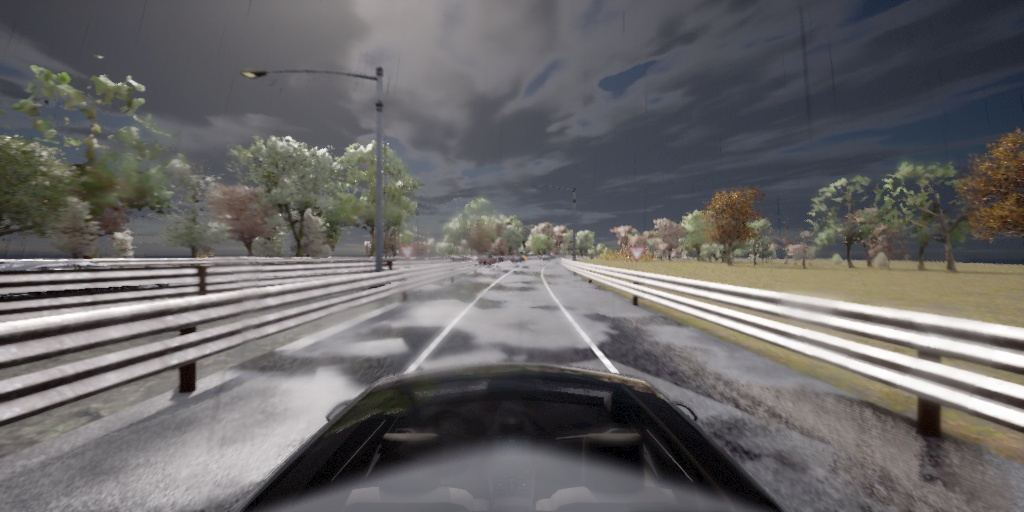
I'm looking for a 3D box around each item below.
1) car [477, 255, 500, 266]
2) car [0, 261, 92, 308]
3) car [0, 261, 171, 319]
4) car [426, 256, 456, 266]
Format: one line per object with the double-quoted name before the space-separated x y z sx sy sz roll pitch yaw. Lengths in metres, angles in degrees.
"car" -3.913 0.618 56.469 2.097 1.767 4.553 0 0 13
"car" -16.876 0.902 11.168 1.812 1.442 4.674 0 0 10
"car" -13.385 0.881 10.873 2.128 1.511 4.902 0 0 10
"car" -9.618 0.756 47.354 1.882 1.535 5.008 0 0 13
